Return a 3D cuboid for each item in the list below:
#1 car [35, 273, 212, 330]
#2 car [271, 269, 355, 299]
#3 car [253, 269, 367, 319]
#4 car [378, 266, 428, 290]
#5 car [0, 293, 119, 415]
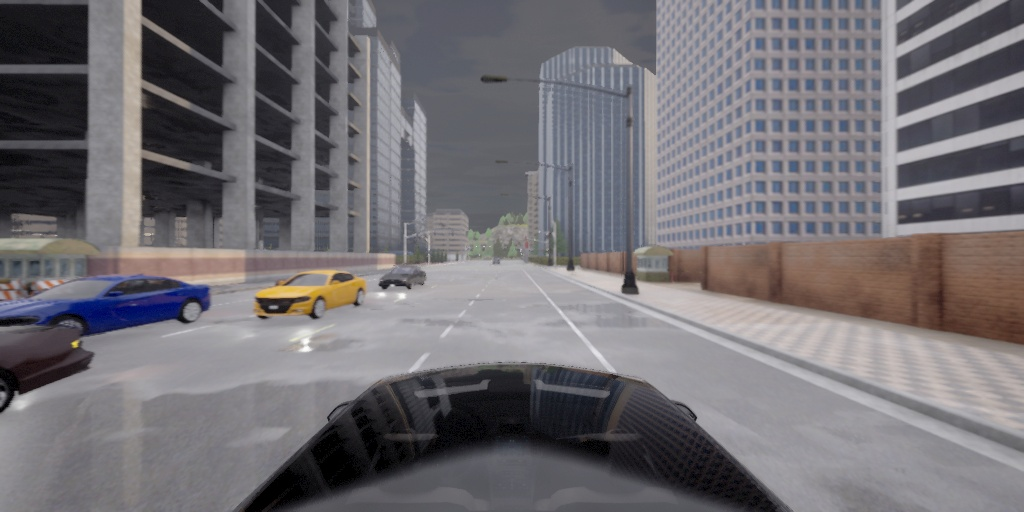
[{"bbox_3d":[-10.589,1.253,9.405,1.882,1.535,5.008,0,0,0],"label":"car"},{"bbox_3d":[-10.545,1.408,19.452,1.895,1.301,4.718,0,0,1],"label":"car"},{"bbox_3d":[-7.081,1.264,13.165,1.882,1.535,5.008,0,0,0],"label":"car"},{"bbox_3d":[-7.011,1.367,23.717,2.033,1.411,5.357,0,0,0],"label":"car"},{"bbox_3d":[-7.098,1.302,2.838,2.033,1.411,5.357,0,0,0],"label":"car"}]
